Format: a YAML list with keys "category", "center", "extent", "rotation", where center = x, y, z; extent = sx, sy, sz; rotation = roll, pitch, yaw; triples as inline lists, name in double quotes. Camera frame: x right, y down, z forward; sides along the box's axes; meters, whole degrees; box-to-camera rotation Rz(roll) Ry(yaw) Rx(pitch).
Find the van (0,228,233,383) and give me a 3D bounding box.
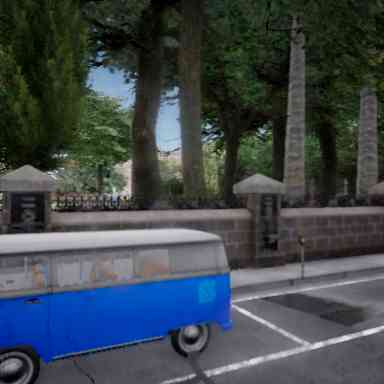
- category: "van"
  center: [-1.348, 1.477, 4.904]
  extent: [3.998, 1.788, 1.690]
  rotation: [0, -2, -26]
